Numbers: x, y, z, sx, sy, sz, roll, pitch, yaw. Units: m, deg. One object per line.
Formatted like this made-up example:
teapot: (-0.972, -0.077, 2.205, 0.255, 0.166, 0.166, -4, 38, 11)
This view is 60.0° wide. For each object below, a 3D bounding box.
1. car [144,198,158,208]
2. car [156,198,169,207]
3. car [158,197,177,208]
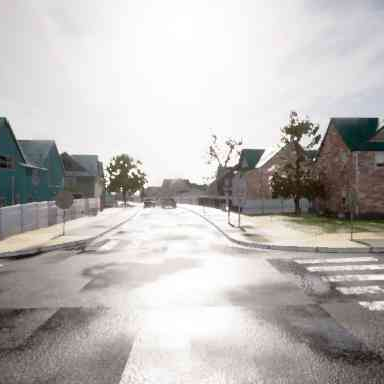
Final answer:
car: (-7.156, 1.824, 56.123, 1.837, 1.490, 4.892, 0, -1, -10)
car: (-5.620, 1.873, 62.378, 1.882, 1.535, 5.008, 0, -1, -12)
car: (-3.695, 1.630, 52.441, 2.097, 1.767, 4.553, 0, -1, -10)
